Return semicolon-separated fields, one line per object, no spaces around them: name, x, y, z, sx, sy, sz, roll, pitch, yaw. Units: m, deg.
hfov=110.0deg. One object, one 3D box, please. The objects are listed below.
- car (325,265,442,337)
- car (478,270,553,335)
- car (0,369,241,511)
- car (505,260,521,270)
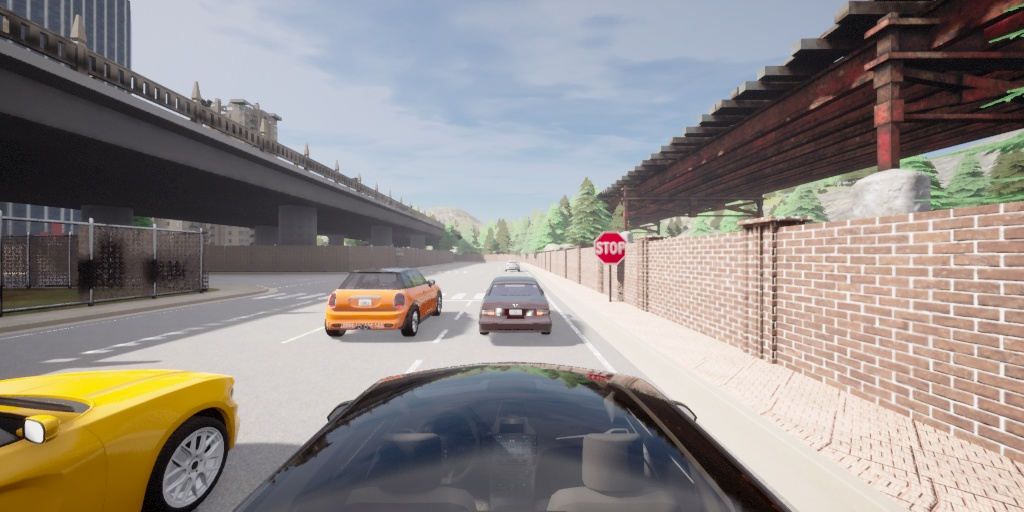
car;-3.423;1.102;10.463;2.097;1.767;4.553;0;0;0
car;0.078;1.297;10.485;2.033;1.411;5.357;0;0;0
car;-3.398;1.228;1.205;1.882;1.535;5.008;0;0;0
car;0.067;1.276;46.348;1.812;1.442;4.674;0;0;-1
